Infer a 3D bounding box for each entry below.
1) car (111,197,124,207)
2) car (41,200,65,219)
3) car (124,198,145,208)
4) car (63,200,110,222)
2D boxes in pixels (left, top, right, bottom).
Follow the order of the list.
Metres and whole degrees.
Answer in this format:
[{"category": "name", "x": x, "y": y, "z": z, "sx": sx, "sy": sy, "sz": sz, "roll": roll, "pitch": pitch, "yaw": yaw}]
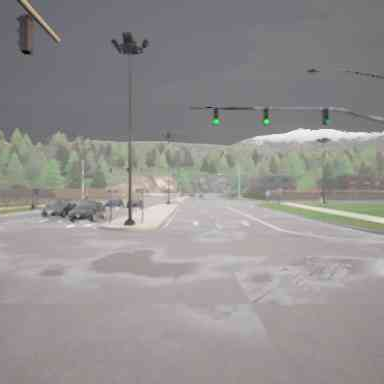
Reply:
[{"category": "car", "x": -11.488, "y": 1.512, "z": 50.132, "sx": 1.812, "sy": 1.442, "sz": 4.674, "roll": 0, "pitch": 0, "yaw": 0}, {"category": "car", "x": -11.576, "y": 1.481, "z": 29.460, "sx": 2.128, "sy": 1.511, "sz": 4.902, "roll": 0, "pitch": 0, "yaw": 0}, {"category": "car", "x": -8.018, "y": 1.553, "z": 47.672, "sx": 1.994, "sy": 1.385, "sz": 4.181, "roll": 0, "pitch": 0, "yaw": 1}, {"category": "car", "x": -8.084, "y": 1.496, "z": 26.056, "sx": 1.837, "sy": 1.490, "sz": 4.892, "roll": 0, "pitch": 0, "yaw": 0}]
